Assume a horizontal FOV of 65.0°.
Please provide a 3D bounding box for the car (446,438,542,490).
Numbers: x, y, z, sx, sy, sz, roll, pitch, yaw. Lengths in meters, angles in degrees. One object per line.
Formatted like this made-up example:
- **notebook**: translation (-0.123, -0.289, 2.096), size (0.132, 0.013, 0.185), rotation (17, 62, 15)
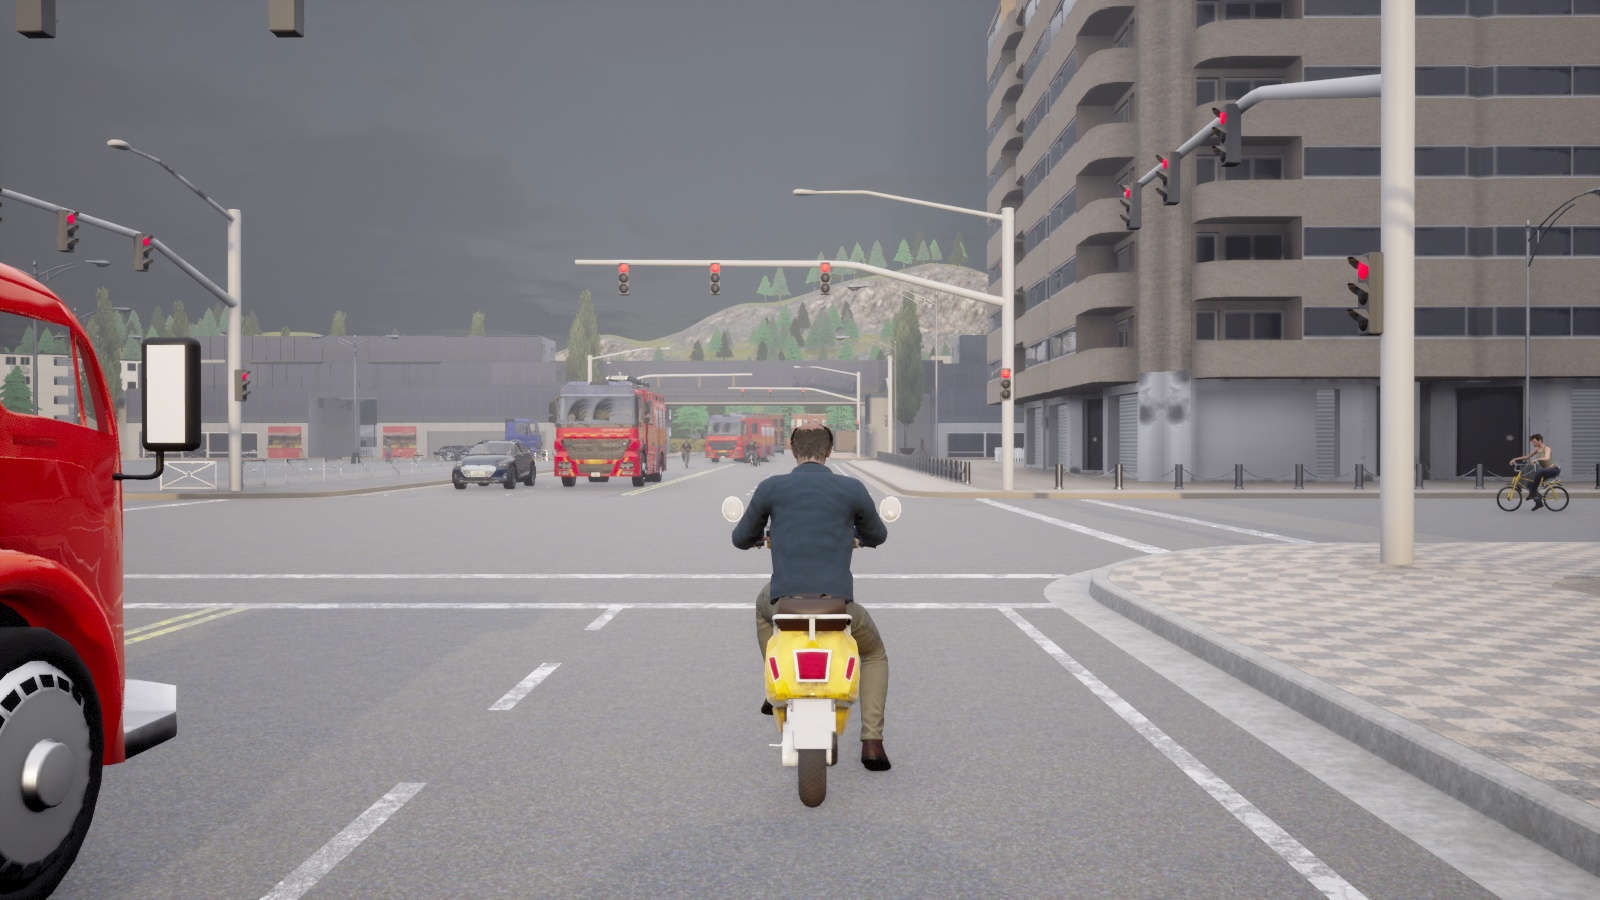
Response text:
- **car**: translation (-10.209, 0.430, 42.256), size (2.033, 1.649, 4.856), rotation (0, 0, 0)

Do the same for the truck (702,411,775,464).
- **truck**: translation (-4.552, -0.958, 94.947), size (2.891, 3.827, 8.468), rotation (0, 0, 16)

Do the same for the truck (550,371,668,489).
- **truck**: translation (-6.689, -0.679, 45.253), size (2.891, 3.827, 8.468), rotation (0, 0, 0)

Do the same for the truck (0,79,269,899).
- **truck**: translation (-3.468, 0.243, 2.454), size (2.627, 2.467, 5.204), rotation (0, 0, 0)

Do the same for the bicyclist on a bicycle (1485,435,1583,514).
- **bicyclist on a bicycle**: translation (15.104, 0.494, 25.880), size (1.509, 1.612, 0.866), rotation (0, 0, 0)

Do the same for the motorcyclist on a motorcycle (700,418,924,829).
- **motorcyclist on a motorcycle**: translation (0.053, 0.667, 5.772), size (0.866, 1.590, 1.817), rotation (0, 0, 0)
